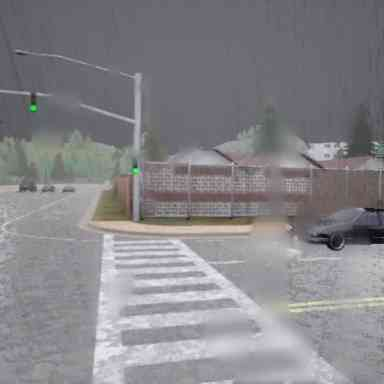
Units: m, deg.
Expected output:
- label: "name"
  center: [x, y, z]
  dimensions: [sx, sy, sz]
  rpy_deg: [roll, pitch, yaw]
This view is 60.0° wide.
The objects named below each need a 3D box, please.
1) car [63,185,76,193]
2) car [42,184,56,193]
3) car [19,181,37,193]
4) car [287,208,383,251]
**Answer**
- label: "car"
  center: [-22.854, -0.563, 62.007]
  dimensions: [1.994, 1.385, 4.181]
  rpy_deg: [1, 2, -15]
- label: "car"
  center: [-26.198, -0.669, 60.964]
  dimensions: [2.128, 1.511, 4.902]
  rpy_deg: [1, 2, -15]
- label: "car"
  center: [-29.607, -0.981, 60.178]
  dimensions: [2.150, 2.045, 5.566]
  rpy_deg: [1, 2, -15]
- label: "car"
  center: [6.383, 1.312, 12.522]
  dimensions: [5.357, 1.411, 2.033]
  rpy_deg: [1, 2, -12]
